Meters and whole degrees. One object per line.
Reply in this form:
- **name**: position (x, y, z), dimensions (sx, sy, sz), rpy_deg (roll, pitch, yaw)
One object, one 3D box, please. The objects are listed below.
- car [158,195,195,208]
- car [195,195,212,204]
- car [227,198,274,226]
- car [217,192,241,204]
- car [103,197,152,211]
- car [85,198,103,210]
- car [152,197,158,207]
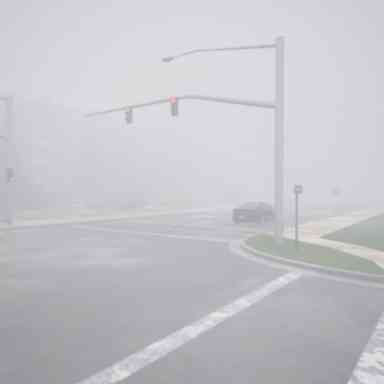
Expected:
- **car**: position (-2.054, 1.177, 45.892), dimensions (2.097, 1.767, 4.553), rpy_deg (0, 0, 35)
- **car**: position (1.760, 1.329, 57.370), dimensions (1.812, 1.442, 4.674), rpy_deg (0, 0, 36)
- **car**: position (4.594, 1.419, 23.031), dimensions (1.882, 1.535, 5.008), rpy_deg (0, 0, 36)
- **car**: position (6.570, 1.049, 58.108), dimensions (2.150, 2.045, 5.566), rpy_deg (0, 0, 36)
- **car**: position (-7.316, 1.317, 38.416), dimensions (2.128, 1.511, 4.902), rpy_deg (0, 0, 35)
- **car**: position (-10.264, 1.351, 40.293), dimensions (2.033, 1.411, 5.357), rpy_deg (0, 0, 35)
- **car**: position (-4.959, 1.367, 47.841), dimensions (1.994, 1.385, 4.181), rpy_deg (0, 0, 35)
